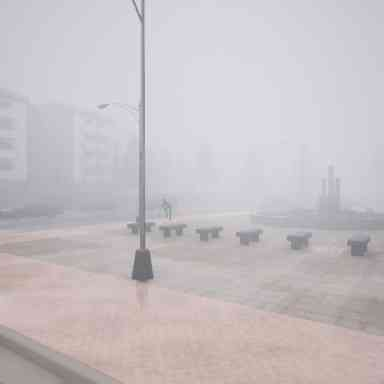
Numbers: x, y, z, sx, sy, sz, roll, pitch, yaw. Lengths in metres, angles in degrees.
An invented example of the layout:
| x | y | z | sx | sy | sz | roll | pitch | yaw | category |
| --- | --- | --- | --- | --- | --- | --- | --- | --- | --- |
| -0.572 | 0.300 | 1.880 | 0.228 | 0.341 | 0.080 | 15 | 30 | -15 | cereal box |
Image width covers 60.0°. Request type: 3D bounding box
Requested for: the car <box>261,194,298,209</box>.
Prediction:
| x | y | z | sx | sy | sz | roll | pitch | yaw | category |
| --- | --- | --- | --- | --- | --- | --- | --- | --- | --- |
| 12.479 | 1.352 | 46.104 | 4.553 | 1.767 | 2.097 | 0 | 0 | -22 | car |

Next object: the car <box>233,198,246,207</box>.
| x | y | z | sx | sy | sz | roll | pitch | yaw | category |
| --- | --- | --- | --- | --- | --- | --- | --- | --- | --- |
| 8.816 | 1.601 | 52.465 | 4.718 | 1.301 | 1.895 | 0 | 0 | -23 | car |

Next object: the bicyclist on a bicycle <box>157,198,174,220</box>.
| x | y | z | sx | sy | sz | roll | pitch | yaw | category |
| --- | --- | --- | --- | --- | --- | --- | --- | --- | --- |
| -2.003 | 1.301 | 24.805 | 1.656 | 1.620 | 0.582 | 0 | 0 | 33 | bicyclist on a bicycle |

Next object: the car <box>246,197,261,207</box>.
| x | y | z | sx | sy | sz | roll | pitch | yaw | category |
| --- | --- | --- | --- | --- | --- | --- | --- | --- | --- |
| 11.424 | 1.328 | 49.779 | 5.566 | 2.045 | 2.150 | 0 | 0 | -20 | car |

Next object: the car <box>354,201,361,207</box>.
| x | y | z | sx | sy | sz | roll | pitch | yaw | category |
| --- | --- | --- | --- | --- | --- | --- | --- | --- | --- |
| 22.159 | 1.601 | 48.654 | 4.718 | 1.301 | 1.895 | 0 | 0 | -7 | car |

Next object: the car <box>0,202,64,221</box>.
| x | y | z | sx | sy | sz | roll | pitch | yaw | category |
| --- | --- | --- | --- | --- | --- | --- | --- | --- | --- |
| -13.523 | 1.547 | 27.988 | 2.033 | 1.411 | 5.357 | 0 | 0 | 33 | car |

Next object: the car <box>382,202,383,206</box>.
| x | y | z | sx | sy | sz | roll | pitch | yaw | category |
| --- | --- | --- | --- | --- | --- | --- | --- | --- | --- |
| 28.784 | 1.601 | 45.450 | 4.718 | 1.301 | 1.895 | 0 | 0 | 1 | car |

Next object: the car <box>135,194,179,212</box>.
| x | y | z | sx | sy | sz | roll | pitch | yaw | category |
| --- | --- | --- | --- | --- | --- | --- | --- | --- | --- |
| -4.088 | 1.220 | 40.017 | 5.566 | 2.045 | 2.150 | 0 | 0 | -43 | car |

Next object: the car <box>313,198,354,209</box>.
| x | y | z | sx | sy | sz | roll | pitch | yaw | category |
| --- | --- | --- | --- | --- | --- | --- | --- | --- | --- |
| 18.525 | 1.505 | 44.302 | 4.892 | 1.490 | 1.837 | 0 | 0 | -14 | car |

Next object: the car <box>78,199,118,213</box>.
| x | y | z | sx | sy | sz | roll | pitch | yaw | category |
| --- | --- | --- | --- | --- | --- | --- | --- | --- | --- |
| -10.621 | 1.526 | 37.896 | 1.812 | 1.442 | 4.674 | 0 | 0 | 39 | car |
